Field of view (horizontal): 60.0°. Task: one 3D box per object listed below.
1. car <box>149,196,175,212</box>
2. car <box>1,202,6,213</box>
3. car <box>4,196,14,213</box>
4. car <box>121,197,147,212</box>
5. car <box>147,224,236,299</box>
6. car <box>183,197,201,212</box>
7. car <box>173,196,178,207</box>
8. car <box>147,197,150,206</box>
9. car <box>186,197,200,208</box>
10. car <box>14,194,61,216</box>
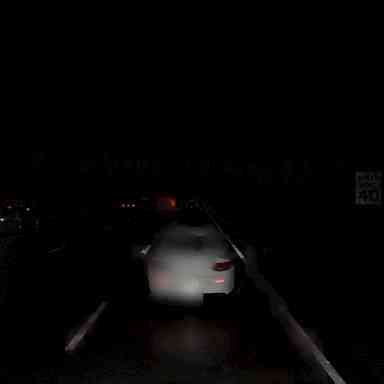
[{"bbox_3d":[-3.508,1.564,39.731,1.994,1.385,4.181,0,0,1],"label":"car"},{"bbox_3d":[-15.106,1.564,22.774,1.994,1.385,4.181,0,0,0],"label":"car"},{"bbox_3d":[-18.533,1.221,36.592,2.150,2.045,5.566,0,0,0],"label":"car"},{"bbox_3d":[-7.012,1.547,39.316,2.033,1.411,5.357,0,0,1],"label":"car"},{"bbox_3d":[-0.012,1.526,8.304,1.812,1.442,4.674,0,0,0],"label":"car"},{"bbox_3d":[-0.012,1.526,39.321,1.812,1.442,4.674,0,0,1],"label":"car"},{"bbox_3d":[-3.308,1.352,49.559,2.097,1.767,4.553,0,0,1],"label":"car"},{"bbox_3d":[-6.806,1.525,49.677,1.812,1.442,4.674,0,0,1],"label":"car"},{"bbox_3d":[0.193,1.477,49.538,1.882,1.535,5.008,0,0,1],"label":"car"},{"bbox_3d":[-15.043,1.221,33.255,2.150,2.045,5.566,0,0,0],"label":"car"}]
